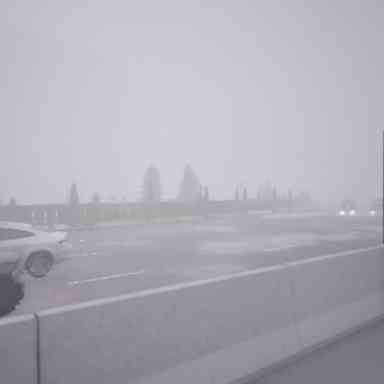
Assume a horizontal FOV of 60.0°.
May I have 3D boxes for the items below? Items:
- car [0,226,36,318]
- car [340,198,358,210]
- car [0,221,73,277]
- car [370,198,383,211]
[{"bbox_3d":[-5.092,1.506,4.718,4.892,1.490,1.837,0,0,-36],"label":"car"},{"bbox_3d":[19.953,1.487,42.230,2.128,1.511,4.902,0,0,28],"label":"car"},{"bbox_3d":[-5.565,1.527,8.688,4.674,1.442,1.812,0,0,-37],"label":"car"},{"bbox_3d":[22.581,1.498,39.772,1.837,1.490,4.892,0,0,29],"label":"car"}]
